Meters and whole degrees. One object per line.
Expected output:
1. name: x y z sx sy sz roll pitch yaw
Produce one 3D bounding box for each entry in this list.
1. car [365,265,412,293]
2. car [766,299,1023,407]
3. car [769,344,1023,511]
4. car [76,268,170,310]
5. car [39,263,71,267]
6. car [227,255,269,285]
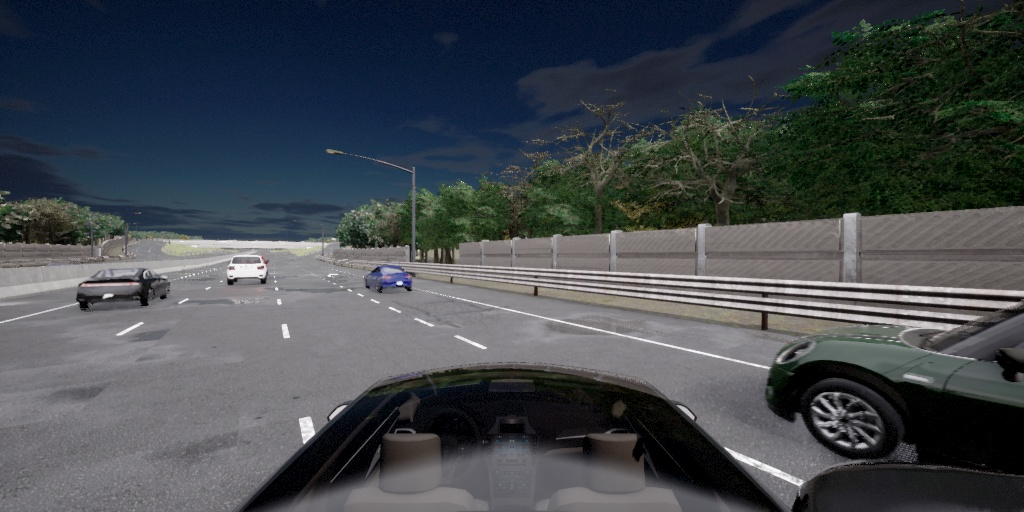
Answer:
1. car: -7.236 1.271 20.895 1.812 1.442 4.674 0 0 -34
2. car: 4.906 1.104 2.935 2.097 1.767 4.553 0 0 -34
3. car: 2.985 1.315 0.502 4.181 1.385 1.994 0 0 34
4. car: -15.826 1.235 14.838 2.128 1.511 4.902 0 0 -34
5. car: -39.915 1.281 31.549 1.994 1.385 4.181 0 0 -34
6. car: -19.283 0.957 26.244 2.150 2.045 5.566 0 0 -34
